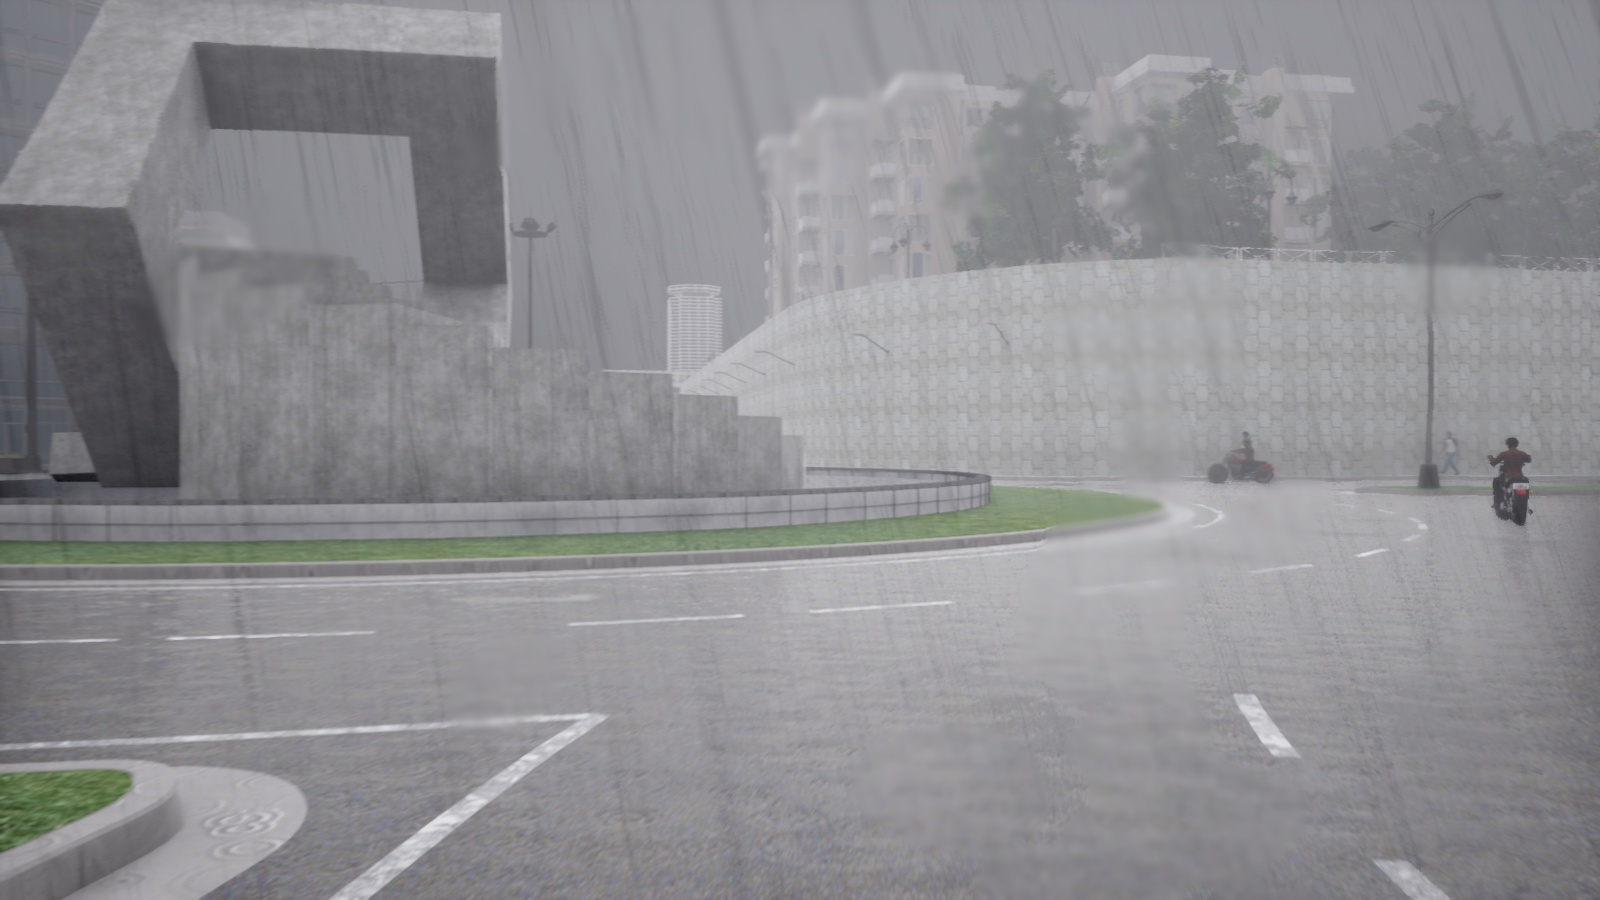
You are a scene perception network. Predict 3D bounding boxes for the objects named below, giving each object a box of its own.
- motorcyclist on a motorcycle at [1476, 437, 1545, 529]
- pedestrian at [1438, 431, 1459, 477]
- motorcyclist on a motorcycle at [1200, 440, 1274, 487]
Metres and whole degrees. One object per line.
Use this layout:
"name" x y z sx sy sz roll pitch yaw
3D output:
"motorcyclist on a motorcycle" 13.370 0.588 23.684 0.766 1.649 2.350 0 0 21
"pedestrian" 26.283 0.164 50.874 0.706 1.836 0.354 0 0 -16
"motorcyclist on a motorcycle" 15.408 0.476 44.283 2.350 1.649 0.766 0 0 -1
